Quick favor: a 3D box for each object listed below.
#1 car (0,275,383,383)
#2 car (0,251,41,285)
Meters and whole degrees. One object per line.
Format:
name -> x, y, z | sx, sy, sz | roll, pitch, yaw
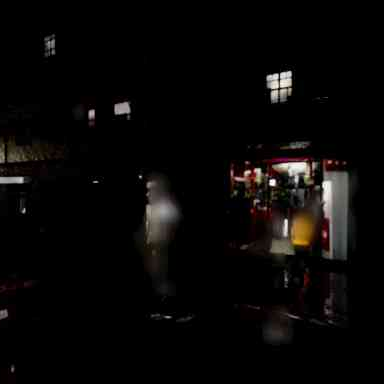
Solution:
car -> 0.218, 1.580, 2.544 | 4.206, 1.307, 1.802 | 0, 1, 35
car -> -4.426, 1.533, 5.787 | 4.507, 1.381, 1.887 | 0, 1, 35
